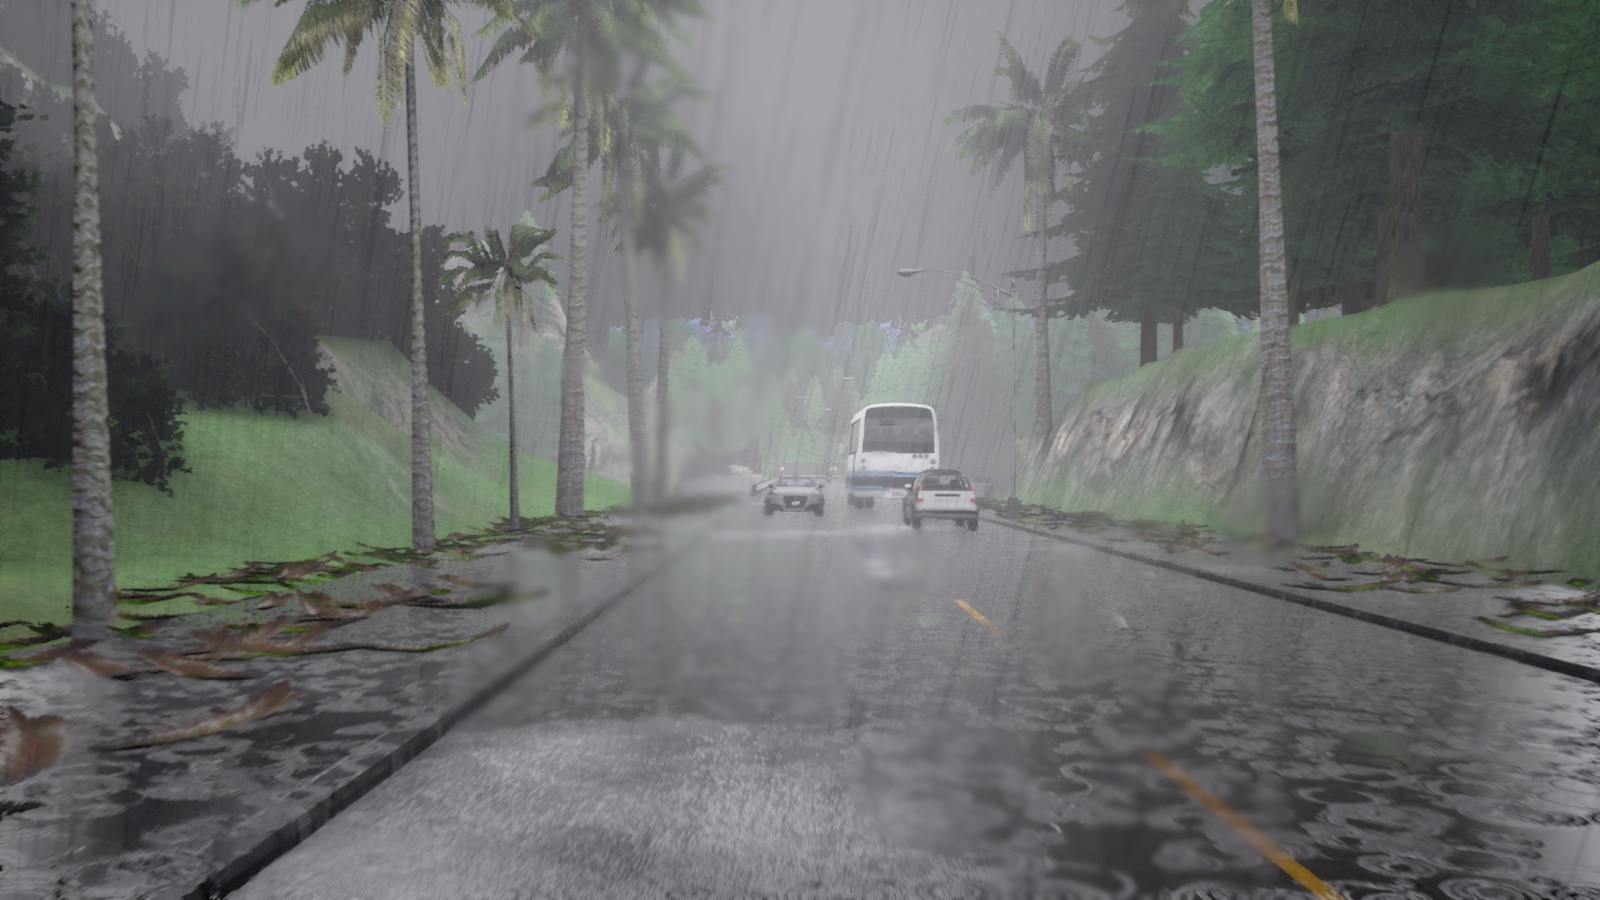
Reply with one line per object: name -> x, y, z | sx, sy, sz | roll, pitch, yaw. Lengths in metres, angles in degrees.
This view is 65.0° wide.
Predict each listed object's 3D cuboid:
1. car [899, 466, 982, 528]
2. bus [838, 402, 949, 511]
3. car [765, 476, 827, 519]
car -> 3.890, 1.287, 35.295 | 1.851, 1.617, 3.988 | 0, -1, 0
bus -> 3.824, 0.334, 54.412 | 3.944, 4.253, 10.273 | 0, -1, 0
car -> -0.134, 1.599, 42.990 | 1.994, 1.385, 4.181 | 0, -1, 0
